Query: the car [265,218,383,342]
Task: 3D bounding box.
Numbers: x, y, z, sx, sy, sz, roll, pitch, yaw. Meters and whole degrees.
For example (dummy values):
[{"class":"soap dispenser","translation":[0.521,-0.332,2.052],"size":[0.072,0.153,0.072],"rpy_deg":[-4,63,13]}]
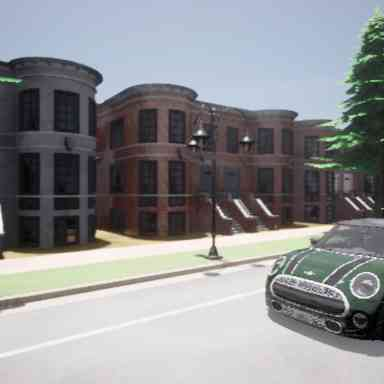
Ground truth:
[{"class":"car","translation":[3.540,1.341,6.510],"size":[4.553,1.767,2.097],"rpy_deg":[0,0,-36]}]
